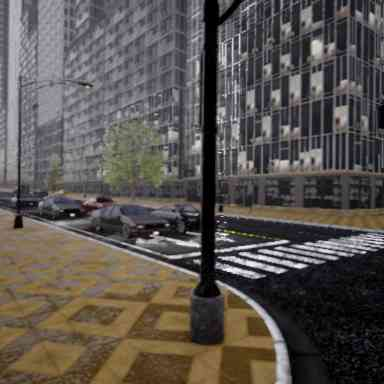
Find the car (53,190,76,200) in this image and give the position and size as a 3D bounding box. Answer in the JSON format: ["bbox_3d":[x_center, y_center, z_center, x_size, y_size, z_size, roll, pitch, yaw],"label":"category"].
[{"bbox_3d":[-20.479,0.436,53.205,1.882,1.535,5.008,1,1,-39],"label":"car"}]

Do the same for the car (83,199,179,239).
[{"bbox_3d":[-3.208,1.315,16.319,2.033,1.411,5.357,1,1,-39],"label":"car"}]

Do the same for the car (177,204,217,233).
[{"bbox_3d":[-0.557,1.375,18.212,1.994,1.385,4.181,1,1,-39],"label":"car"}]

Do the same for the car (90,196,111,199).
[{"bbox_3d":[-7.055,1.097,26.145,1.812,1.442,4.674,1,1,-39],"label":"car"}]

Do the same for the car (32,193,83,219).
[{"bbox_3d":[-9.591,1.080,24.113,2.033,1.411,5.357,1,1,-39],"label":"car"}]

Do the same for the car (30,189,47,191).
[{"bbox_3d":[-28.577,0.161,63.146,1.837,1.490,4.892,1,1,-39],"label":"car"}]

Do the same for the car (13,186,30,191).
[{"bbox_3d":[-31.671,-0.182,61.804,2.150,2.045,5.566,1,1,-39],"label":"car"}]

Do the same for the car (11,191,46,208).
[{"bbox_3d":[-15.965,0.861,31.928,1.994,1.385,4.181,1,1,-40],"label":"car"}]

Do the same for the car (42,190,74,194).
[{"bbox_3d":[-13.642,0.875,34.219,2.033,1.411,5.357,1,1,-39],"label":"car"}]
